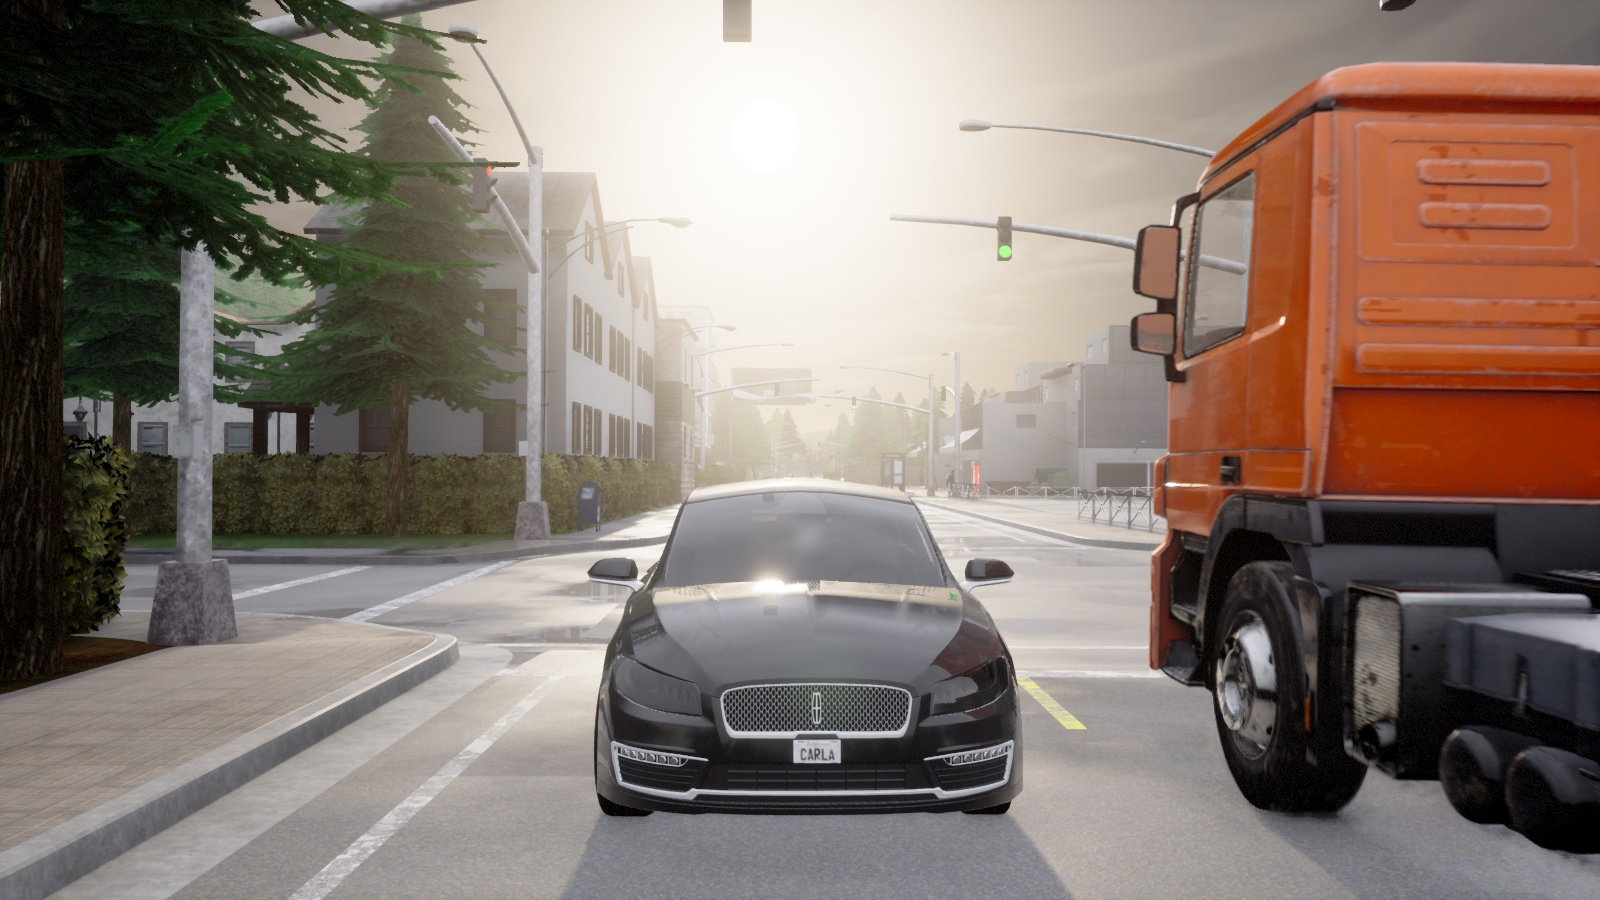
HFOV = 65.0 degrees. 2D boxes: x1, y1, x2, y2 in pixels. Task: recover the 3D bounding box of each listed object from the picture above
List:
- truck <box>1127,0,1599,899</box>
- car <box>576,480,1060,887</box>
[{"bbox_3d":[3.466,-0.062,3.620,2.891,3.462,7.936,1,0,0],"label":"truck"},{"bbox_3d":[-0.006,0.941,7.222,1.837,1.490,4.892,0,-1,-2],"label":"car"}]
